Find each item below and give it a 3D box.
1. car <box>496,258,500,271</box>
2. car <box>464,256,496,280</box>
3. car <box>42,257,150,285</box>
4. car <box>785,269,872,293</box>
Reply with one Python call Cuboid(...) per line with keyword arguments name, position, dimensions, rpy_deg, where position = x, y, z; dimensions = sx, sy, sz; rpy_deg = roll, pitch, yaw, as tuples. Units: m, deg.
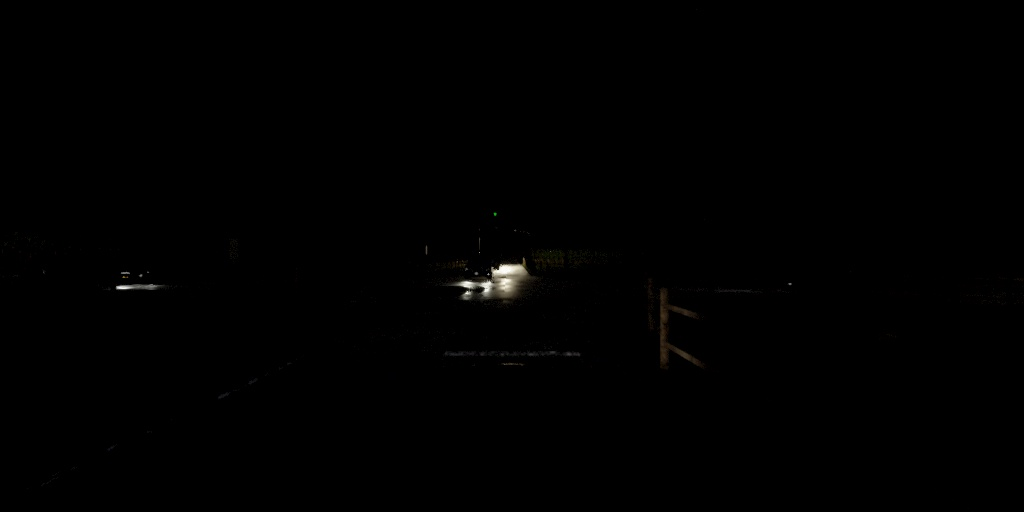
Cuboid(name="car", position=(-2.716, 1.057, 47.791), dimensions=(2.097, 1.767, 4.553), rpy_deg=(0, 0, 0))
Cuboid(name="car", position=(-2.779, 1.026, 30.845), dimensions=(2.150, 2.045, 5.566), rpy_deg=(0, 0, 0))
Cuboid(name="car", position=(-23.619, 0.817, 20.472), dimensions=(4.892, 1.490, 1.837), rpy_deg=(1, 0, 0))
Cuboid(name="car", position=(21.197, 1.657, 24.149), dimensions=(4.902, 1.511, 2.128), rpy_deg=(1, 0, 0))
